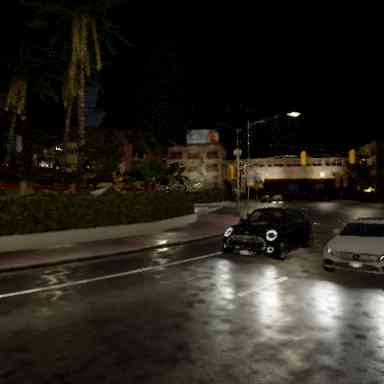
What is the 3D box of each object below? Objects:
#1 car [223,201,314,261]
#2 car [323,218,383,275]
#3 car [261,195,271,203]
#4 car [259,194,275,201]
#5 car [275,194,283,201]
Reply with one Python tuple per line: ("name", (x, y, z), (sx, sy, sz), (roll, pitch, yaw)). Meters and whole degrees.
("car", (3.025, 1.391, 12.700), (2.097, 1.767, 4.553), (0, 0, 36))
("car", (5.497, 1.549, 10.174), (1.812, 1.442, 4.674), (0, 0, 37))
("car", (17.261, 1.594, 77.549), (2.185, 1.767, 4.553), (0, 0, 11))
("car", (16.085, 1.700, 71.230), (2.097, 1.535, 5.008), (0, 0, 11))
("car", (21.883, 1.478, 84.815), (2.150, 2.045, 5.566), (0, 0, 12))
